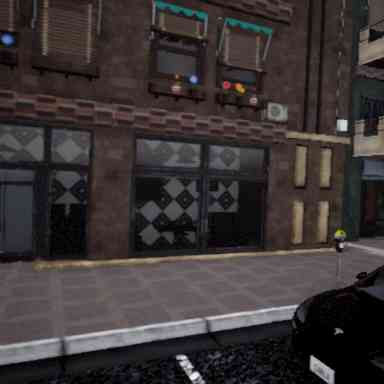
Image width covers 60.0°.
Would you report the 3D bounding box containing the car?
[{"bbox_3d":[3.374,1.528,4.286,4.313,1.339,1.947,1,2,-23],"label":"car"}]
